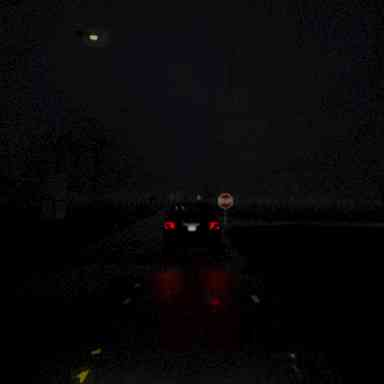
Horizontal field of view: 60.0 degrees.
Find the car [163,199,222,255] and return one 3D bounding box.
[{"bbox_3d":[0.003,1.361,14.031,2.150,2.045,5.566,0,0,0],"label":"car"}]

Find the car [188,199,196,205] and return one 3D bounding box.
[{"bbox_3d":[0.006,2.525,86.333,2.128,1.511,4.902,0,-1,0],"label":"car"}]

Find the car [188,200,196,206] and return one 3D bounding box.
[{"bbox_3d":[0.006,2.456,74.624,1.812,1.442,4.674,0,-1,0],"label":"car"}]

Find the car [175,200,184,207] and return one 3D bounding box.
[{"bbox_3d":[-2.745,2.456,73.753,1.812,1.442,4.674,0,-1,0],"label":"car"}]
